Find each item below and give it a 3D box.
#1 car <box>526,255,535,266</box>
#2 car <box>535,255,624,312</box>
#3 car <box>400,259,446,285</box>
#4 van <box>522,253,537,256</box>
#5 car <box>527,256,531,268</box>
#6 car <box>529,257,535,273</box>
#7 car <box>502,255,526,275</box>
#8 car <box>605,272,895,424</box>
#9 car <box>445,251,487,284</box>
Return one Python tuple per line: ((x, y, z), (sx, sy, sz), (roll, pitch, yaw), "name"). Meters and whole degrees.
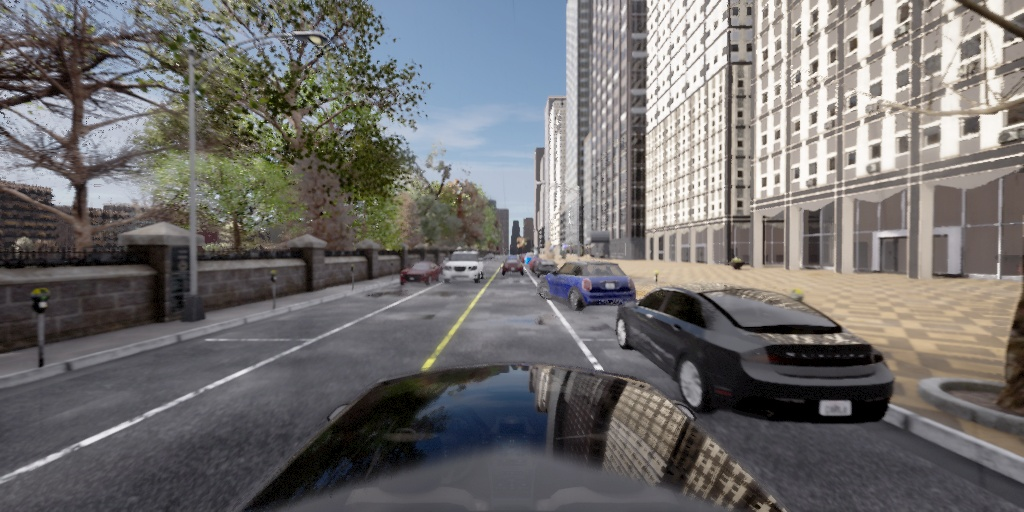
((2.705, 0.845, 39.558), (1.802, 1.307, 4.207), (0, 0, 0), "car")
((2.659, 0.946, 13.604), (2.097, 1.767, 4.553), (0, 1, -14), "car")
((-5.683, 1.023, 22.666), (1.888, 1.381, 4.507), (0, 0, 0), "car")
((2.709, 0.465, 50.822), (1.690, 1.789, 3.998), (0, 0, 0), "van")
((2.702, 0.915, 33.926), (1.802, 1.307, 4.207), (0, 0, 0), "car")
((2.700, 0.956, 28.294), (2.007, 1.370, 4.403), (0, 0, 0), "car")
((0.089, 0.878, 32.459), (1.812, 1.442, 4.674), (0, 1, 0), "car")
((3.148, 1.199, 5.908), (1.837, 1.490, 4.892), (0, 1, 0), "car")
((-3.089, 0.682, 23.906), (2.150, 2.045, 5.566), (0, 1, 0), "car")
